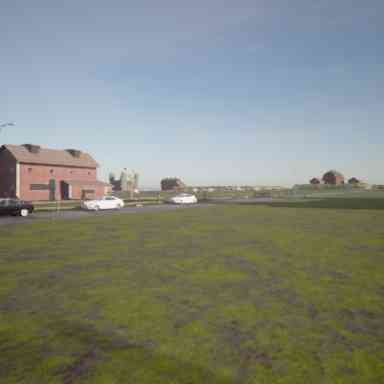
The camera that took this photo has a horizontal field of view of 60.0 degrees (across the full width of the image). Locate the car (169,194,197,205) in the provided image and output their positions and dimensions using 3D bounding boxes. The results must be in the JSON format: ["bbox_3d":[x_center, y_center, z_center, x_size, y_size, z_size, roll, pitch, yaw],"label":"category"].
[{"bbox_3d":[-1.162,0.957,45.340,1.812,1.442,4.674,1,1,36],"label":"car"}]

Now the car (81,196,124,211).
[{"bbox_3d":[-9.143,1.160,34.359,1.812,1.442,4.674,1,1,36],"label":"car"}]

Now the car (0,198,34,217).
[{"bbox_3d":[-15.043,1.285,26.229,1.837,1.490,4.892,1,1,36],"label":"car"}]
